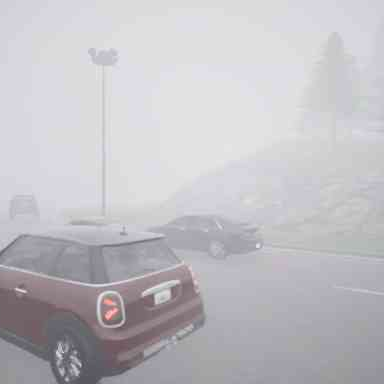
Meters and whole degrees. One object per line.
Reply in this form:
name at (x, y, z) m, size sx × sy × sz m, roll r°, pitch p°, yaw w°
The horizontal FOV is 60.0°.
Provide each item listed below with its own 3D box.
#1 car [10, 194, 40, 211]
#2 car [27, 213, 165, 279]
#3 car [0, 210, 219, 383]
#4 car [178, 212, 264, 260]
car at (-14.787, 1.219, 29.451) m, size 2.150 × 2.045 × 5.566 m, roll 0°, pitch 0°, yaw -25°
car at (-3.230, 1.525, 10.685) m, size 4.674 × 1.442 × 1.812 m, roll 0°, pitch 0°, yaw 37°
car at (-2.095, 1.351, 5.473) m, size 4.553 × 1.767 × 2.097 m, roll 0°, pitch 0°, yaw 36°
car at (0.242, 1.506, 12.448) m, size 4.892 × 1.490 × 1.837 m, roll 1°, pitch 0°, yaw 37°
